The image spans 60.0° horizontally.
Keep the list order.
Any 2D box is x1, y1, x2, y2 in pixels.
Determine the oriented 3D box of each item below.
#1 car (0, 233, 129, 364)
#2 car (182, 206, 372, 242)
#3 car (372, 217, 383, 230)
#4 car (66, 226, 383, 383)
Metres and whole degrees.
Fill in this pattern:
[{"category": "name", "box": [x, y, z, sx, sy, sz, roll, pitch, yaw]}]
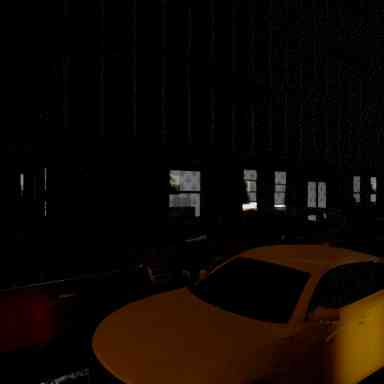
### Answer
[{"category": "car", "box": [-2.594, 1.440, 4.884, 4.097, 1.590, 1.967, 0, 0, -35]}, {"category": "car", "box": [1.937, 1.314, 8.105, 5.009, 1.841, 2.192, 0, 0, -35]}, {"category": "car", "box": [6.468, 1.561, 11.329, 4.313, 1.339, 1.947, 0, 0, -35]}, {"category": "car", "box": [1.255, 1.477, 4.269, 5.008, 1.535, 1.882, 0, 0, -35]}]
